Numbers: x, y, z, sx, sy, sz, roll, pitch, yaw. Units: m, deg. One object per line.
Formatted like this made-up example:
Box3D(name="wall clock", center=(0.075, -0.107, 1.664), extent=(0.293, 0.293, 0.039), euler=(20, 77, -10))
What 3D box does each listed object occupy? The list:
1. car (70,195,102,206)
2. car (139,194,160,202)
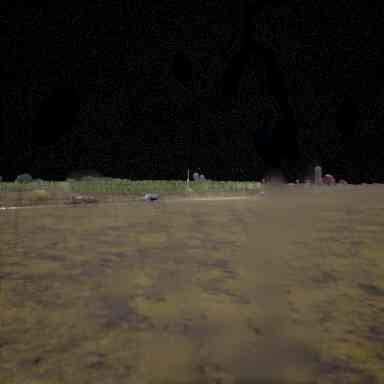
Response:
Box3D(name="car", center=(-15.998, 1.264, 50.614), extent=(1.882, 1.535, 5.008), euler=(-1, -1, 35))
Box3D(name="car", center=(-8.466, 1.145, 65.934), extent=(2.097, 1.767, 4.553), euler=(-1, 0, 35))
